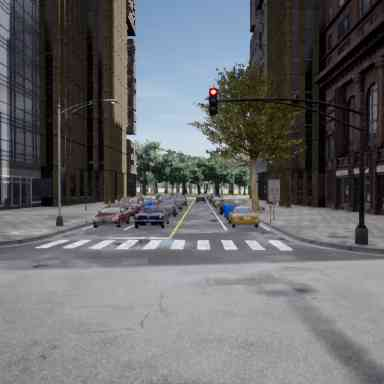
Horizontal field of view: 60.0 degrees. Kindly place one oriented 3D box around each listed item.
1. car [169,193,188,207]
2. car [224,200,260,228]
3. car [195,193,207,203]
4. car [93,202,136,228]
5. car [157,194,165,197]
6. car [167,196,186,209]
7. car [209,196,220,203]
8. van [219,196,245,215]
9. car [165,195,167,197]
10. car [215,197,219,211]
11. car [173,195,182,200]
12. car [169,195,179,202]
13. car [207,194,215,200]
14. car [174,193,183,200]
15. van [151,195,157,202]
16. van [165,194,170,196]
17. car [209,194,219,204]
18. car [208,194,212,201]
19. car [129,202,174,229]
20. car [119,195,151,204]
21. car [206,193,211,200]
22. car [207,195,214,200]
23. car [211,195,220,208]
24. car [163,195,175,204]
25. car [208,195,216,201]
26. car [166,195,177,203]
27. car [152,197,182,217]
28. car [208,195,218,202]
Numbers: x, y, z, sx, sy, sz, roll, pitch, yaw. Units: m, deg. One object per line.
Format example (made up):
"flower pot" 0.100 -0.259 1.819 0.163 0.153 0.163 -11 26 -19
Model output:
"car" -1.791 1.278 50.649 2.097 1.767 4.553 0 0 2
"car" 3.324 1.508 21.941 1.752 1.417 4.829 -1 0 1
"car" 1.729 1.388 65.913 1.837 1.490 4.892 0 0 1
"car" -5.202 1.565 21.968 1.802 1.307 4.206 -1 0 1
"car" -4.794 1.269 39.003 2.192 1.841 5.009 -1 0 1
"car" -2.071 1.551 40.545 1.895 1.301 4.718 0 0 2
"car" 4.416 1.431 67.193 2.008 1.369 4.403 -1 0 1
"van" 3.455 1.316 27.450 1.690 1.788 3.998 -1 0 1
"car" -4.654 1.491 44.682 2.008 1.369 4.403 -1 0 1
"car" 3.595 1.531 33.128 1.947 1.339 4.313 -1 0 1
"car" -3.695 1.375 84.427 1.887 1.381 4.507 0 0 1
"car" -3.969 1.446 73.071 1.802 1.307 4.206 0 0 1
"car" 4.831 1.355 84.395 1.752 1.417 4.829 0 0 1
"car" -3.560 1.128 90.104 2.192 1.841 5.009 0 0 1
"van" -4.931 1.306 33.325 1.690 1.788 3.998 -1 0 1
"van" -4.382 1.252 56.037 1.690 1.788 3.998 0 0 1
"car" 4.006 1.471 50.160 1.887 1.381 4.507 -1 0 1
"car" 4.143 1.462 55.838 2.008 1.369 4.403 -1 0 1
"car" -2.529 1.584 21.901 1.895 1.301 4.718 0 0 1
"car" -5.068 1.290 27.647 2.192 1.841 5.009 -1 0 1
"car" 4.277 1.211 61.515 2.192 1.841 5.009 -1 0 1
"car" 4.965 1.379 89.903 1.947 1.339 4.313 0 0 1
"car" 3.873 1.465 44.653 1.752 1.417 4.829 -1 0 1
"car" -4.244 1.336 61.715 1.967 1.590 4.097 0 0 1
"car" 4.691 1.429 78.548 1.802 1.307 4.206 0 0 1
"car" -4.106 1.425 67.393 1.887 1.381 4.507 0 0 1
"car" -2.299 1.474 31.238 1.837 1.490 4.892 0 0 2
"car" 4.554 1.415 72.870 2.008 1.369 4.403 -1 0 1
